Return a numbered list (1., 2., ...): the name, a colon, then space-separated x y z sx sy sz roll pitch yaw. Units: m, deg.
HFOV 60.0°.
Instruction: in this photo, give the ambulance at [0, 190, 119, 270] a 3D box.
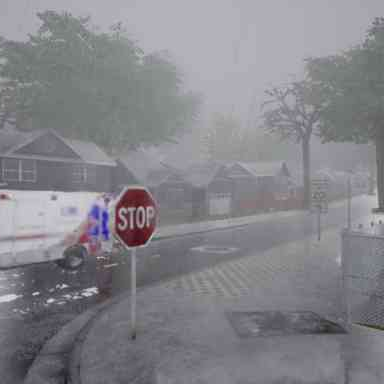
1. ambulance: -5.291 1.186 9.846 2.351 2.431 6.366 -1 -2 36
